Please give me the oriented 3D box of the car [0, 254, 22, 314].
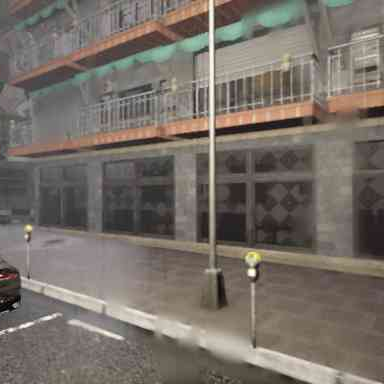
[{"bbox_3d":[-4.886,1.502,6.216,4.403,1.369,2.008,0,0,36],"label":"car"}]
